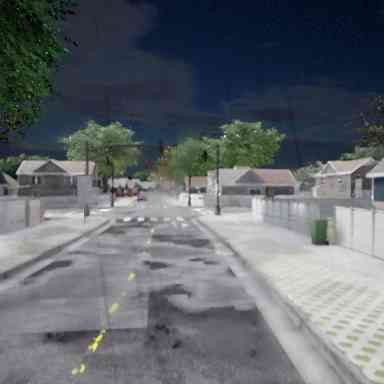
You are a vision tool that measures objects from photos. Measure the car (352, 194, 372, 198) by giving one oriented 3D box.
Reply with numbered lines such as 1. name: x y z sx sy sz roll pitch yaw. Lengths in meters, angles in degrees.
1. car: 22.812 1.088 45.049 4.553 1.767 2.097 -1 0 -7

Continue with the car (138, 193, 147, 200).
1. car: -12.638 1.051 85.355 2.097 1.767 4.553 0 0 -7

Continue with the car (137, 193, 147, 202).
1. car: -10.324 1.342 69.063 1.994 1.385 4.181 0 0 -8
